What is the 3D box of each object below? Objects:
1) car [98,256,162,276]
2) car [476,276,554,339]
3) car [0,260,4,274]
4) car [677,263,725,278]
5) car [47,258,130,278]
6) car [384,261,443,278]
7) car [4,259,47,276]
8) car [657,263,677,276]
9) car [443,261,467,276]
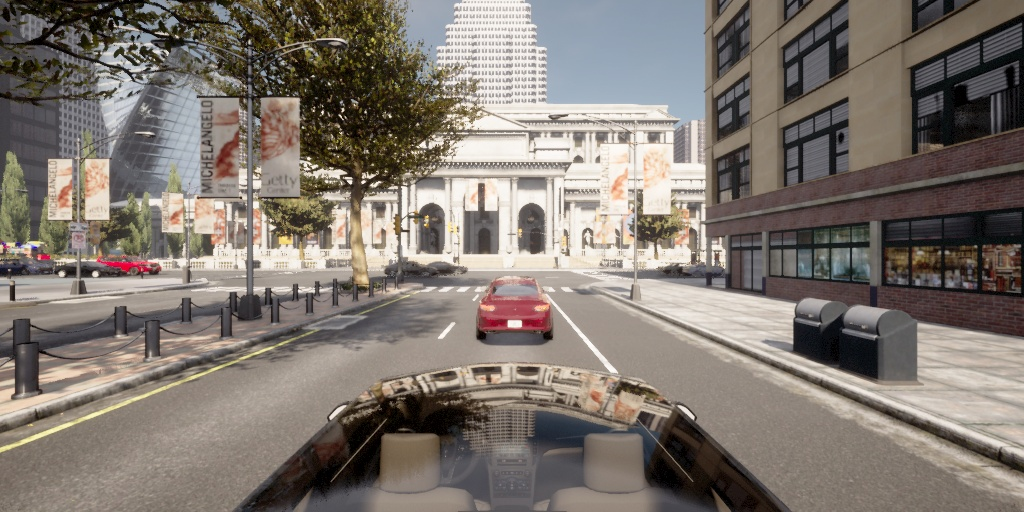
[{"bbox_3d":[-39.522,0.971,36.894,5.566,2.045,2.150,0,0,0],"label":"car"},{"bbox_3d":[0.076,1.276,9.924,1.812,1.442,4.674,0,0,0],"label":"car"},{"bbox_3d":[-51.128,1.276,33.309,4.674,1.442,1.812,0,0,-3],"label":"car"},{"bbox_3d":[18.017,1.313,33.081,4.181,1.385,1.994,0,0,0],"label":"car"},{"bbox_3d":[-39.331,1.227,33.392,5.008,1.535,1.882,0,0,0],"label":"car"},{"bbox_3d":[-9.280,1.254,33.239,4.892,1.490,1.837,0,0,0],"label":"car"},{"bbox_3d":[-50.150,1.104,36.813,4.553,1.767,2.097,0,0,-2],"label":"car"},{"bbox_3d":[17.517,1.350,36.584,4.718,1.301,1.895,0,0,0],"label":"car"},{"bbox_3d":[-6.914,1.275,36.725,4.674,1.442,1.812,0,0,0],"label":"car"}]
